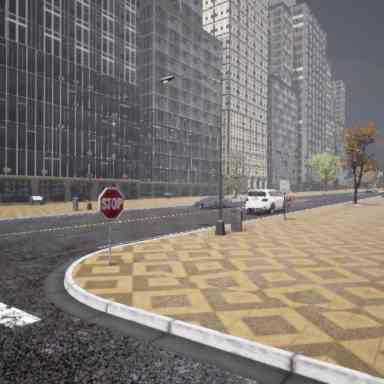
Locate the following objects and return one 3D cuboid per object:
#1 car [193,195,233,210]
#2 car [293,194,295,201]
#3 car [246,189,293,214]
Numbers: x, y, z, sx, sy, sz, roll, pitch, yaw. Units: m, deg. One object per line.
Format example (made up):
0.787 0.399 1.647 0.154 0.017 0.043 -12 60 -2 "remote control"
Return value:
2.355 1.028 34.772 2.033 1.411 5.357 1 1 36 "car"
13.924 0.554 50.337 2.097 1.767 4.553 1 1 36 "car"
6.787 0.790 29.654 2.150 2.045 5.566 1 1 36 "car"
